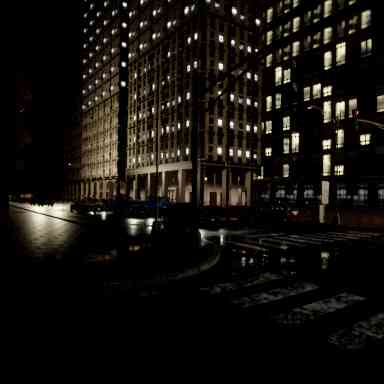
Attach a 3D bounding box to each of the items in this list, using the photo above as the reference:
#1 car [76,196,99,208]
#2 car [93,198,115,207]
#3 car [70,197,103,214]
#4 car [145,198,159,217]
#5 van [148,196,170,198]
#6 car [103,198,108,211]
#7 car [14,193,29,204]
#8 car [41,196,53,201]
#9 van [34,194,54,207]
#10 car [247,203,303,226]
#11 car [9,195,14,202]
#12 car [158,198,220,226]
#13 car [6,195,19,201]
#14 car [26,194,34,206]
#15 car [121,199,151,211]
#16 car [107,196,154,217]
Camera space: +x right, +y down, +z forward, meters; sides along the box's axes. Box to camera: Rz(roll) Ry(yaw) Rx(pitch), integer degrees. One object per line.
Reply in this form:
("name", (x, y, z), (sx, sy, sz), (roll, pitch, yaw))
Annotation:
("car", (-15.780, 1.476, 49.953), (1.837, 1.490, 4.892), (1, 0, -35))
("car", (-13.744, 1.587, 51.619), (1.947, 1.339, 4.313), (1, -1, -35))
("car", (-10.795, 1.427, 32.947), (2.008, 1.369, 4.403), (1, -1, -35))
("car", (-1.841, 1.547, 30.309), (2.033, 1.411, 5.357), (1, -1, -35))
("van", (-3.951, 1.382, 37.789), (1.690, 1.788, 3.998), (1, -1, -35))
("car", (-11.764, 1.468, 38.821), (2.033, 1.411, 5.357), (1, -1, -35))
("car", (-30.368, 1.155, 60.615), (2.192, 1.841, 5.009), (1, -1, -35))
("car", (-36.584, 1.571, 83.895), (1.802, 1.307, 4.206), (1, -1, -35))
("van", (-20.579, 1.197, 46.782), (1.690, 1.788, 3.998), (1, -1, -35))
("car", (5.836, 1.505, 23.955), (1.967, 1.590, 4.097), (1, -1, -35))
("car", (-36.897, 1.397, 69.834), (1.947, 1.339, 4.313), (1, -1, -35))
("car", (-0.170, 1.425, 22.413), (1.882, 1.535, 5.008), (1, -1, -36))
("car", (-40.159, 1.378, 74.445), (2.008, 1.369, 4.403), (1, -1, -35))
("car", (-23.846, 1.432, 51.390), (1.802, 1.307, 4.206), (1, -1, -35))
("car", (-7.218, 1.584, 42.397), (2.008, 1.369, 4.403), (1, -1, -35))
("car", (-5.618, 1.412, 30.116), (1.882, 1.535, 5.008), (1, -1, -35))
